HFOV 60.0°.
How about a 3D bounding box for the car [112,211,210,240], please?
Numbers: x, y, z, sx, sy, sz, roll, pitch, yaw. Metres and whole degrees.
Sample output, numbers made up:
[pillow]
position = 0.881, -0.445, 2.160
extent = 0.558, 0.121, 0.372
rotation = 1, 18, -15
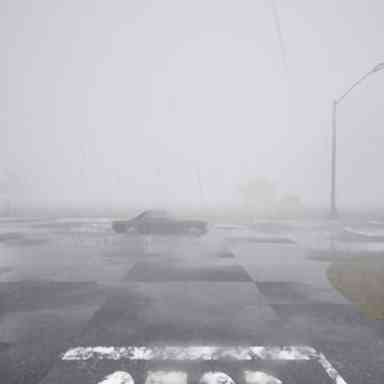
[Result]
[car]
position = -1.457, 1.603, 16.634
extent = 4.718, 1.301, 1.895
rotation = 0, 0, 0
